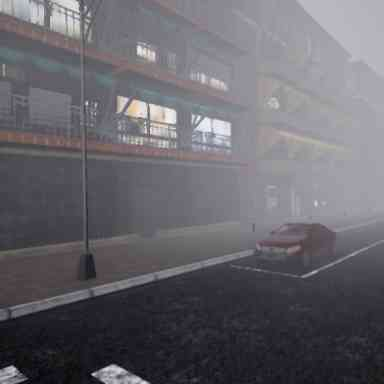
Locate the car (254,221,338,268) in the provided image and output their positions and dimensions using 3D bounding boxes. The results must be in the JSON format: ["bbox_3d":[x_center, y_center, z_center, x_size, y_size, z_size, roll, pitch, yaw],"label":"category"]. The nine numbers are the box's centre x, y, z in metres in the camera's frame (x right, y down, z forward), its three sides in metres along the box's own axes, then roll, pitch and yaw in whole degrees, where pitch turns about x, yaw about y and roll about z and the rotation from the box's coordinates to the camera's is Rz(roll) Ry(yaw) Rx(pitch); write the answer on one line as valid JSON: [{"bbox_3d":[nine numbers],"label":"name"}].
[{"bbox_3d":[3.834,1.724,11.819,1.802,1.307,4.206,-3,-2,42],"label":"car"}]
